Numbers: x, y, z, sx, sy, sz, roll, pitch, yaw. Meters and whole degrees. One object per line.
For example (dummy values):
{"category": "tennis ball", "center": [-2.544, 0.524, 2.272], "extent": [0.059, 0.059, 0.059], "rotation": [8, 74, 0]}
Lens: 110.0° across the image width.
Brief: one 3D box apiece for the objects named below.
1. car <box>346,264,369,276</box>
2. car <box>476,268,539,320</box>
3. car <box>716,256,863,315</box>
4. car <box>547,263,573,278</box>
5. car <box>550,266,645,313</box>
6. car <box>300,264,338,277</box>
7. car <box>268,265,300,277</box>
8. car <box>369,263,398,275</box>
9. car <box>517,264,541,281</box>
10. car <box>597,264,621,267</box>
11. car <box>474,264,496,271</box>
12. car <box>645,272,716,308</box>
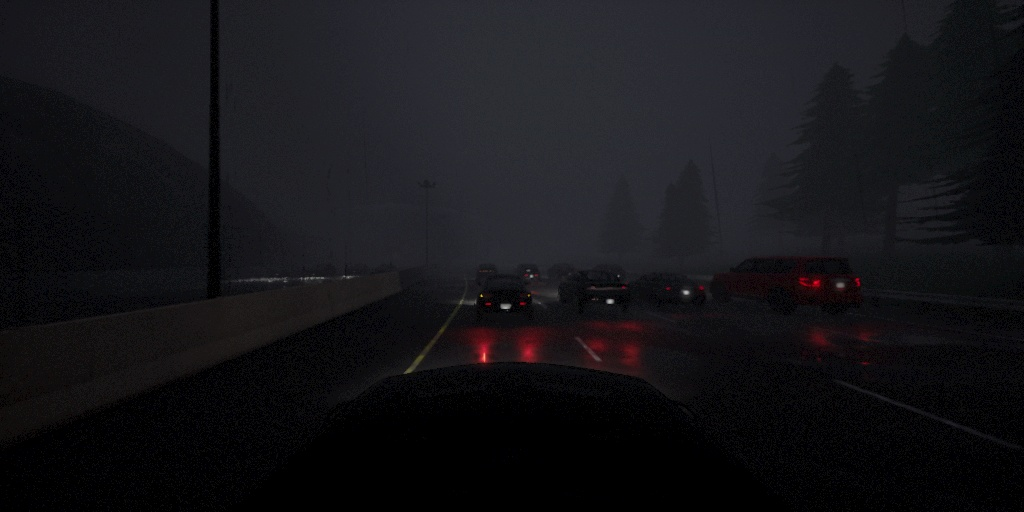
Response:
{"category": "car", "center": [-18.054, 1.590, 42.411], "extent": [1.994, 1.385, 4.181], "rotation": [0, 0, -8]}
{"category": "car", "center": [-0.319, 1.340, 12.931], "extent": [1.812, 1.442, 4.674], "rotation": [0, 0, -3]}
{"category": "car", "center": [10.151, 1.017, 13.929], "extent": [2.150, 2.045, 5.566], "rotation": [0, 0, -3]}
{"category": "car", "center": [4.622, 1.396, 33.247], "extent": [1.882, 1.535, 5.008], "rotation": [0, 0, -8]}
{"category": "car", "center": [3.101, 1.305, 14.251], "extent": [2.128, 1.511, 4.902], "rotation": [0, 0, -3]}
{"category": "car", "center": [-21.307, 1.569, 40.427], "extent": [2.033, 1.411, 5.357], "rotation": [0, 0, -8]}
{"category": "car", "center": [-24.704, 1.625, 39.452], "extent": [1.895, 1.301, 4.718], "rotation": [0, 0, -8]}
{"category": "car", "center": [-14.340, 1.556, 41.101], "extent": [2.033, 1.411, 5.357], "rotation": [0, 0, -8]}
{"category": "car", "center": [1.289, 1.423, 31.794], "extent": [1.837, 1.490, 4.892], "rotation": [0, 0, -8]}
{"category": "car", "center": [8.355, 1.405, 31.719], "extent": [1.837, 1.490, 4.892], "rotation": [0, 0, -7]}
{"category": "car", "center": [-2.242, 1.431, 31.788], "extent": [1.837, 1.490, 4.892], "rotation": [0, 0, -8]}
{"category": "car", "center": [6.517, 1.377, 15.656], "extent": [1.994, 1.385, 4.181], "rotation": [0, 0, -3]}
